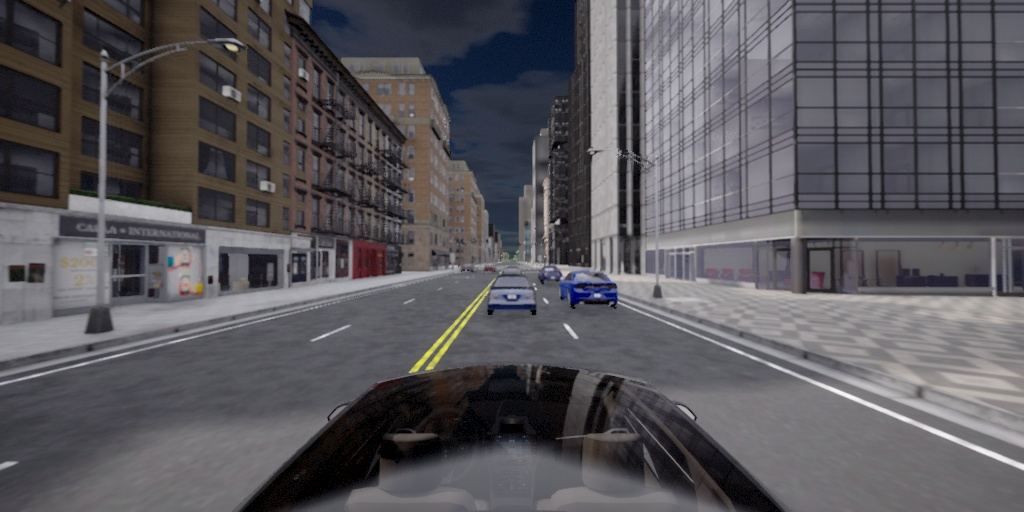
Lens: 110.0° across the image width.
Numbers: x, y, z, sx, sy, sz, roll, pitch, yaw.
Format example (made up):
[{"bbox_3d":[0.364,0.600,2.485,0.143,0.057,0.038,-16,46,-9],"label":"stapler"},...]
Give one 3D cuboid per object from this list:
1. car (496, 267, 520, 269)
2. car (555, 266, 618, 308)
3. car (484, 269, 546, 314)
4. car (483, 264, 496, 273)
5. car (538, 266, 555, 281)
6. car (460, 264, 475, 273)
[{"bbox_3d":[0.003,1.580,29.391,2.033,1.411,5.357,0,-1,0],"label":"car"},{"bbox_3d":[3.272,1.372,16.101,1.882,1.535,5.008,0,0,0],"label":"car"},{"bbox_3d":[0.006,1.426,14.387,2.033,1.411,5.357,0,-1,0],"label":"car"},{"bbox_3d":[-3.351,1.903,54.652,1.895,1.301,4.718,0,-1,0],"label":"car"},{"bbox_3d":[3.267,1.572,30.749,1.812,1.442,4.674,0,0,0],"label":"car"},{"bbox_3d":[-6.603,1.845,54.184,2.033,1.411,5.357,0,-1,0],"label":"car"}]
